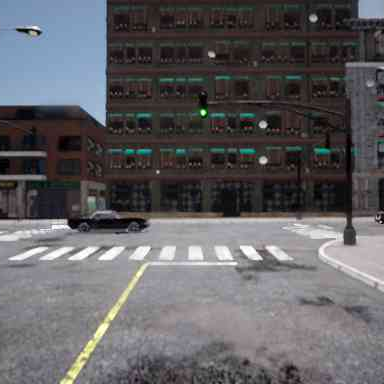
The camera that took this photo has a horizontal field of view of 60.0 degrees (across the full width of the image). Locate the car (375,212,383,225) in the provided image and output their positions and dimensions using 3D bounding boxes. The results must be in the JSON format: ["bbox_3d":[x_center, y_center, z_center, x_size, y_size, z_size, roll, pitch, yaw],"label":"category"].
[{"bbox_3d":[15.280,1.609,22.966,4.892,1.490,1.837,-1,-2,1],"label":"car"}]

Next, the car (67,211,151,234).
[{"bbox_3d":[-4.908,1.808,20.131,4.718,1.301,1.895,-1,-2,1],"label":"car"}]
